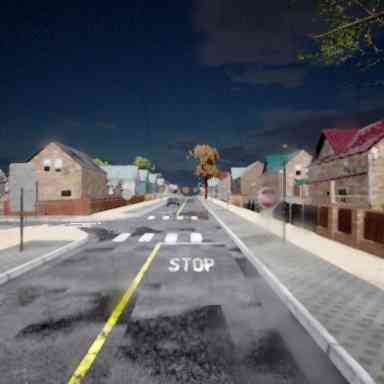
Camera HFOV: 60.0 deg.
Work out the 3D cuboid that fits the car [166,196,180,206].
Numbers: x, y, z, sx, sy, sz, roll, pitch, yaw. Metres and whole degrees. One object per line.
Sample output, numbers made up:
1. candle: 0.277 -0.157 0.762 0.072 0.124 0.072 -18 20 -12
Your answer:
1. car: -2.730 1.329 48.817 2.033 1.411 5.357 0 0 0
